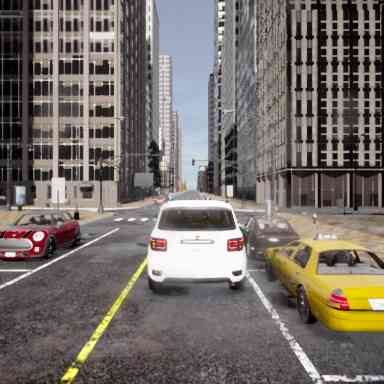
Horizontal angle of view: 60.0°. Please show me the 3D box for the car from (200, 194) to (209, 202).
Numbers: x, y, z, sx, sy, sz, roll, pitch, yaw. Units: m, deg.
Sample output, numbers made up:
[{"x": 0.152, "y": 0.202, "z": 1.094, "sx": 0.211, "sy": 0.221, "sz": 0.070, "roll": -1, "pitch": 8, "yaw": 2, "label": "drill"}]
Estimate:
[{"x": 2.748, "y": 1.350, "z": 73.054, "sx": 1.967, "sy": 1.590, "sz": 4.097, "roll": 0, "pitch": 0, "yaw": 0, "label": "car"}]

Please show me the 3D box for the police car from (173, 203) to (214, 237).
[{"x": 0.111, "y": 1.497, "z": 19.132, "sx": 2.038, "sy": 1.542, "sz": 4.974, "roll": 0, "pitch": 0, "yaw": 1, "label": "police car"}]

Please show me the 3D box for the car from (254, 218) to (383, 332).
[{"x": 2.697, "y": 1.524, "z": 6.928, "sx": 1.752, "sy": 1.417, "sz": 4.829, "roll": 0, "pitch": 0, "yaw": 0, "label": "car"}]

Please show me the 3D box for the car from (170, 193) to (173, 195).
[{"x": -5.665, "y": 1.239, "z": 67.379, "sx": 2.192, "sy": 1.841, "sz": 5.009, "roll": 0, "pitch": 0, "yaw": 0, "label": "car"}]

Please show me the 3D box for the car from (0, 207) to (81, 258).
[{"x": -5.678, "y": 1.437, "z": 12.430, "sx": 1.967, "sy": 1.590, "sz": 4.097, "roll": 0, "pitch": 0, "yaw": 0, "label": "car"}]

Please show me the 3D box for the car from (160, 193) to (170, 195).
[{"x": -5.736, "y": 1.377, "z": 61.693, "sx": 1.967, "sy": 1.590, "sz": 4.097, "roll": 0, "pitch": 0, "yaw": 0, "label": "car"}]

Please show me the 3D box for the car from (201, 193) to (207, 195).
[{"x": 2.836, "y": 1.377, "z": 61.686, "sx": 1.967, "sy": 1.590, "sz": 4.097, "roll": 0, "pitch": 0, "yaw": 0, "label": "car"}]

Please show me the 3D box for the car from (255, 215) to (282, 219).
[{"x": 2.702, "y": 1.548, "z": 12.426, "sx": 2.008, "sy": 1.369, "sz": 4.403, "roll": 0, "pitch": 0, "yaw": 0, "label": "car"}]

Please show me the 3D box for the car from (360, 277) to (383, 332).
[{"x": 2.693, "y": 1.551, "z": 1.087, "sx": 2.008, "sy": 1.369, "sz": 4.403, "roll": 0, "pitch": 0, "yaw": 0, "label": "car"}]

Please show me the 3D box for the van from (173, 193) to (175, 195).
[{"x": -5.622, "y": 1.222, "z": 84.434, "sx": 1.690, "sy": 1.788, "sz": 3.998, "roll": 0, "pitch": 0, "yaw": 0, "label": "van"}]

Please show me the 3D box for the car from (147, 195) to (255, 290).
[{"x": 0.107, "y": 1.220, "z": 9.213, "sx": 2.150, "sy": 2.045, "sz": 5.566, "roll": 0, "pitch": 0, "yaw": 0, "label": "car"}]

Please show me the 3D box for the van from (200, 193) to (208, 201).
[{"x": 2.753, "y": 1.236, "z": 78.739, "sx": 1.690, "sy": 1.788, "sz": 3.998, "roll": 0, "pitch": 0, "yaw": 0, "label": "van"}]
